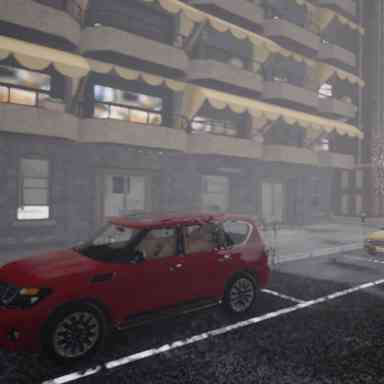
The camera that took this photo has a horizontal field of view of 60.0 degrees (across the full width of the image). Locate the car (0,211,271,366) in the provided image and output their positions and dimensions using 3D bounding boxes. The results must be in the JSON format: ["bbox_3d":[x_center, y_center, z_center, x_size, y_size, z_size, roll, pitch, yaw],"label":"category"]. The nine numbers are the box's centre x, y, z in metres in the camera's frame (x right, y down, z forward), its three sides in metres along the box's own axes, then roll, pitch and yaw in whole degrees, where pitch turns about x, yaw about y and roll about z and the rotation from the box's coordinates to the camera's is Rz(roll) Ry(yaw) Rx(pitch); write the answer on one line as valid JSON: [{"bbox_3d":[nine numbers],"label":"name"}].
[{"bbox_3d":[-0.727,1.329,6.023,5.009,1.841,2.192,0,1,-35],"label":"car"}]

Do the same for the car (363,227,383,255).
[{"bbox_3d":[8.199,1.594,12.391,4.829,1.417,1.752,0,1,-35],"label":"car"}]
